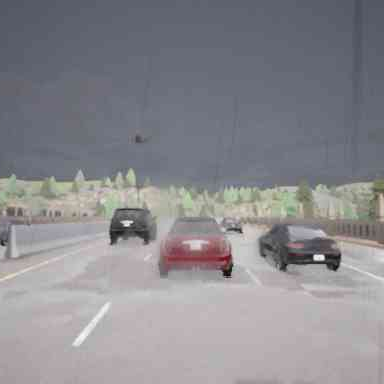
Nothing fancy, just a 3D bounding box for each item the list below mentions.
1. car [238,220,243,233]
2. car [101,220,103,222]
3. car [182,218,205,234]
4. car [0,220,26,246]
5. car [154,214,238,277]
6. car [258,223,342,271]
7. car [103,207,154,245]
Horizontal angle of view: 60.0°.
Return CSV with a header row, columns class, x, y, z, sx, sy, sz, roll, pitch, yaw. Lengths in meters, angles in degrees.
class,x,y,z,sx,sy,sz,roll,pitch,yaw
car,3.623,3.177,31.691,2.033,1.411,5.357,0,-4,0
car,-16.931,5.821,68.272,2.033,1.411,5.357,0,-4,5
car,0.117,3.178,31.714,2.033,1.411,5.357,0,-4,0
car,-10.590,2.243,18.632,1.994,1.385,4.181,0,-4,0
car,0.107,1.604,11.197,2.097,1.767,4.553,0,-2,0
car,3.607,1.802,11.746,1.812,1.442,4.674,0,-3,0
car,-3.389,1.995,19.985,2.150,2.045,5.566,0,-4,0
